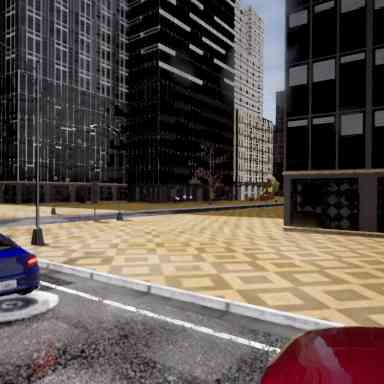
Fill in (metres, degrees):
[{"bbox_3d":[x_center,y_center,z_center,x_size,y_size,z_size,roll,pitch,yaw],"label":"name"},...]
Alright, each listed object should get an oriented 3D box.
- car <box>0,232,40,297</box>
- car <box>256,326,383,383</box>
[{"bbox_3d":[-5.196,1.521,7.390,4.674,1.442,1.812,0,0,36],"label":"car"},{"bbox_3d":[2.405,1.564,1.961,4.181,1.385,1.994,0,0,35],"label":"car"}]
